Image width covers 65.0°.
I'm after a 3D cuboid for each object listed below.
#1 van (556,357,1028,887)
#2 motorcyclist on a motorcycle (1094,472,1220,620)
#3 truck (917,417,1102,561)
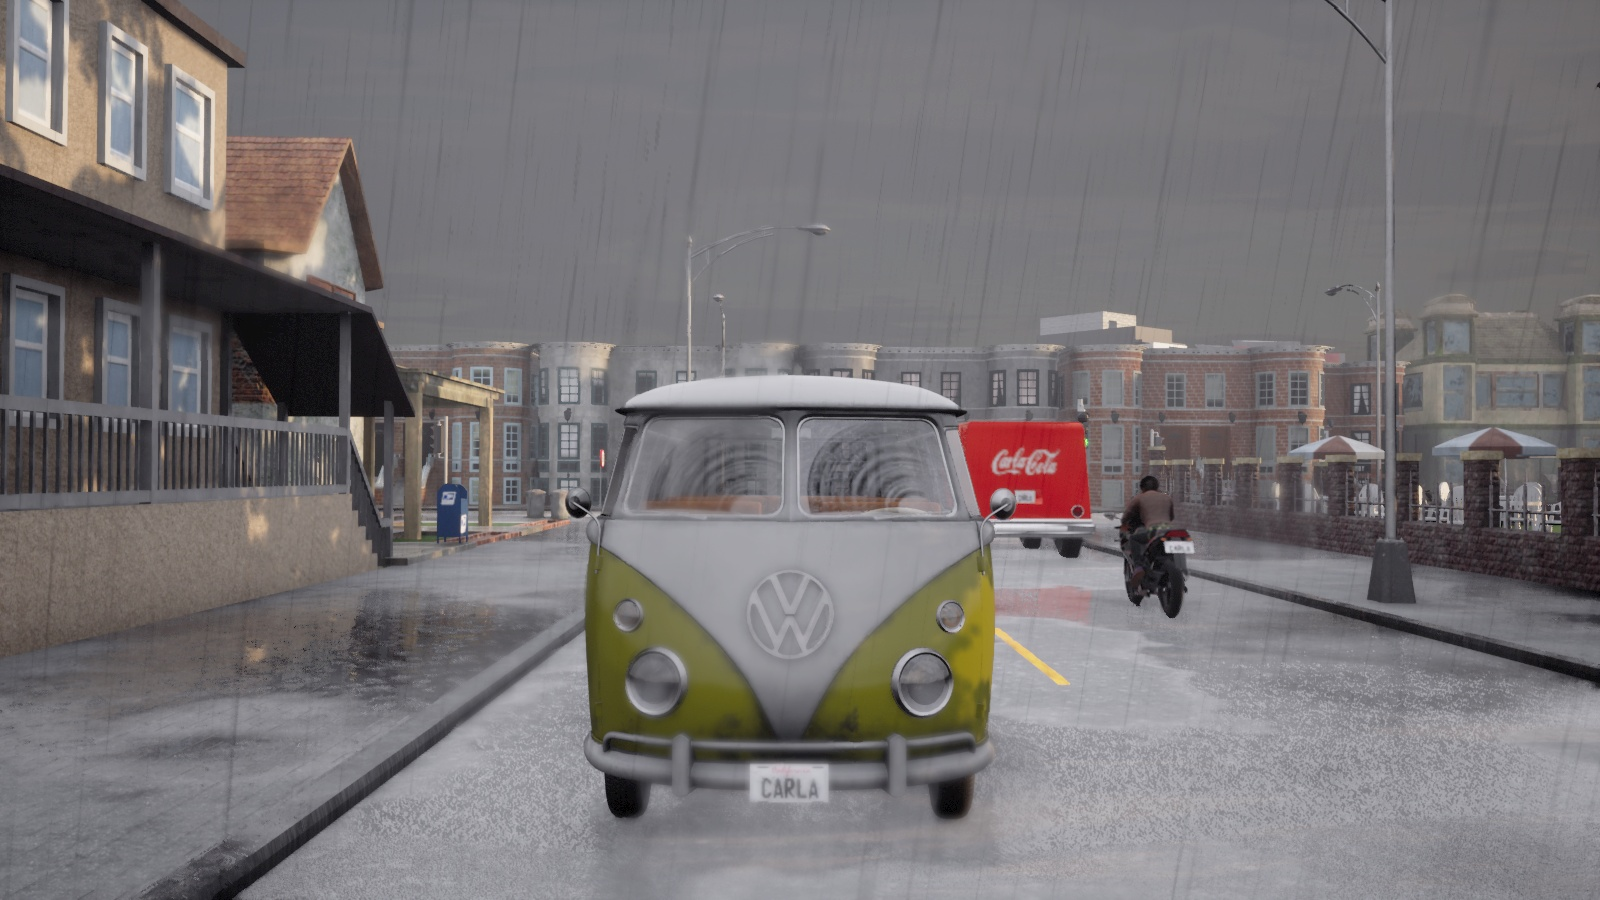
[{"bbox_3d":[-0.043,0.685,6.957,1.775,1.987,4.442,0,-1,0],"label":"van"},{"bbox_3d":[3.921,1.015,13.981,0.797,1.523,2.044,0,-1,0],"label":"motorcyclist on a motorcycle"},{"bbox_3d":[3.872,0.718,24.326,2.627,2.467,5.204,0,-1,-1],"label":"truck"}]
